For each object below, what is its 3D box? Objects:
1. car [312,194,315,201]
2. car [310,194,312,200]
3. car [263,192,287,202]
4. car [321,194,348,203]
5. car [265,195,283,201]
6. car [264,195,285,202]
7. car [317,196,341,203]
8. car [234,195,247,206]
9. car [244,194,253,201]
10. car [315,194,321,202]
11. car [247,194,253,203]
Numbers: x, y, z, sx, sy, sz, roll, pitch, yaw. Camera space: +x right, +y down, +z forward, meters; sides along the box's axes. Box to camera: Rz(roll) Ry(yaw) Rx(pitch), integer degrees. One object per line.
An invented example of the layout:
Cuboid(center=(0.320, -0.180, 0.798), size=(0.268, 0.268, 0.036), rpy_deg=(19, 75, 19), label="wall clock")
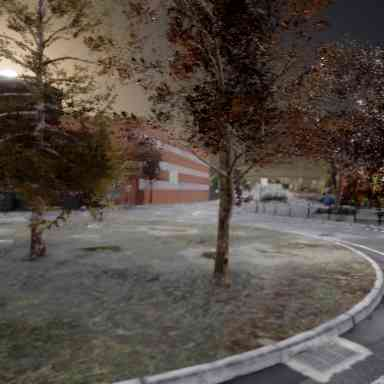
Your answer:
Cuboid(center=(34.030, 1.771, 85.170), size=(4.892, 1.521, 2.231), rpy_deg=(1, 0, 13), label="car")
Cuboid(center=(34.659, 1.774, 87.923), size=(5.008, 1.535, 2.097), rpy_deg=(1, 0, 13), label="car")
Cuboid(center=(19.219, 1.292, 76.885), size=(5.566, 2.045, 2.435), rpy_deg=(1, 0, 13), label="car")
Cuboid(center=(30.826, 1.601, 71.412), size=(4.553, 1.767, 2.185), rpy_deg=(1, 1, 13), label="car")
Cuboid(center=(22.399, 1.614, 90.651), size=(4.674, 1.452, 2.002), rpy_deg=(1, 0, 13), label="car")
Cuboid(center=(20.499, 1.559, 82.390), size=(5.008, 1.535, 2.097), rpy_deg=(1, 0, 13), label="car")
Cuboid(center=(32.783, 1.760, 79.663), size=(4.892, 1.521, 2.231), rpy_deg=(1, 0, 13), label="car")
Cuboid(center=(7.040, 1.512, 53.110), size=(2.033, 1.411, 5.357), rpy_deg=(1, 0, 14), label="car")
Cuboid(center=(13.933, 1.370, 81.887), size=(1.837, 1.490, 4.892), rpy_deg=(1, 0, 13), label="car")
Cuboid(center=(32.151, 1.500, 77.038), size=(5.566, 2.045, 2.435), rpy_deg=(1, 0, 13), label="car")
Cuboid(center=(11.496, 1.504, 71.762), size=(1.882, 1.535, 5.008), rpy_deg=(1, 0, 14), label="car")
